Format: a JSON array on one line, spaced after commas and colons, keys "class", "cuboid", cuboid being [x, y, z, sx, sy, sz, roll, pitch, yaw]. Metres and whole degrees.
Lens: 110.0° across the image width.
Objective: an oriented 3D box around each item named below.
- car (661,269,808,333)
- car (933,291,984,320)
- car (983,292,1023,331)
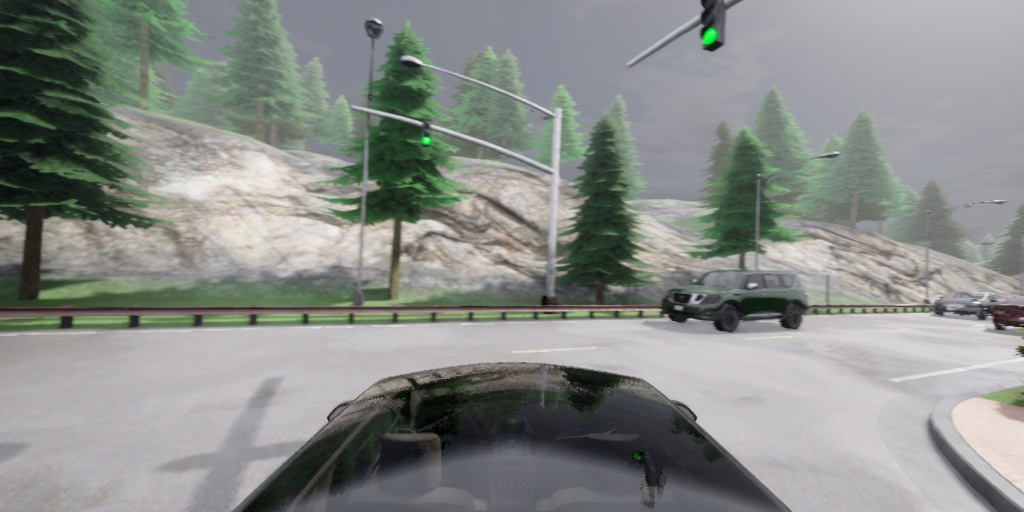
[{"class": "car", "cuboid": [8.059, 1.485, 12.887, 5.566, 2.045, 2.150, 3, -1, -23]}, {"class": "car", "cuboid": [26.263, 2.761, 20.470, 4.902, 1.511, 2.128, 3, -2, -23]}, {"class": "car", "cuboid": [22.230, 2.427, 14.894, 5.008, 1.535, 1.882, 3, -1, -23]}]
